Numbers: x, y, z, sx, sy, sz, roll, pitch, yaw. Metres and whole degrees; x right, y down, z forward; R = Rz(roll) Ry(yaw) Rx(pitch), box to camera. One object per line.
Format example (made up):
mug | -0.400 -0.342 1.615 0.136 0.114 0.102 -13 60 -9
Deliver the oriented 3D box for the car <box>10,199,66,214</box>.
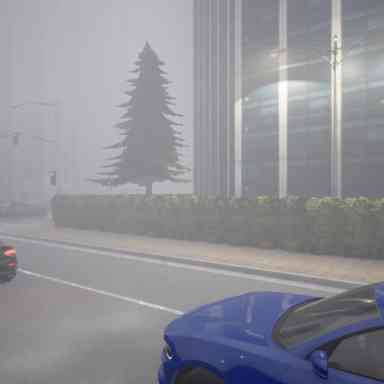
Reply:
car | -17.186 1.547 37.439 2.033 1.411 5.357 0 0 36

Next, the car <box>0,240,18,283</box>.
car | -6.170 1.526 8.350 4.674 1.442 1.812 0 0 36

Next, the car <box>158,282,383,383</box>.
car | 1.957 1.478 2.597 5.008 1.535 1.882 0 0 36

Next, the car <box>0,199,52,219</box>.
car | -14.755 1.564 28.908 1.994 1.385 4.181 0 0 39
